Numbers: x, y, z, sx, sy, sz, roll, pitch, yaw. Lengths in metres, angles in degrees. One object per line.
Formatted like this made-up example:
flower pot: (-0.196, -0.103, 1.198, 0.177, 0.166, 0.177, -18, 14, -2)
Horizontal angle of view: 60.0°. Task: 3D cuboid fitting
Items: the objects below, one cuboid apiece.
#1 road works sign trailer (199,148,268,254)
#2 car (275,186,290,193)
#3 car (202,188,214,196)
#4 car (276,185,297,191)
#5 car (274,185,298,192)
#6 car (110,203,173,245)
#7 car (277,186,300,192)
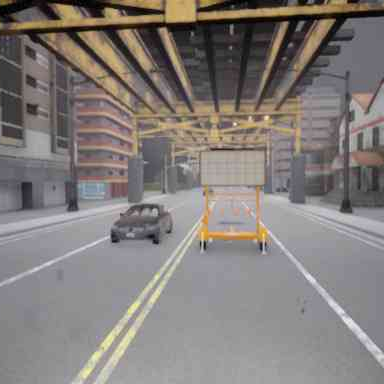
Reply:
road works sign trailer: (1.481, 0.195, 12.226, 2.380, 3.560, 2.880, 0, 1, 6)
car: (21.152, -0.598, 73.303, 4.974, 1.542, 2.038, -1, 2, -14)
car: (2.954, -0.039, 60.359, 2.033, 1.411, 5.357, 0, 2, 6)
car: (21.951, -0.891, 77.372, 4.536, 1.218, 1.853, 1, 2, 31)
car: (21.906, -0.734, 77.403, 4.974, 1.542, 2.038, 1, 2, 31)
car: (-1.943, 1.219, 14.086, 1.812, 1.442, 4.674, 0, 1, 6)
car: (21.202, -0.755, 73.311, 4.536, 1.218, 1.853, -1, 2, -14)
